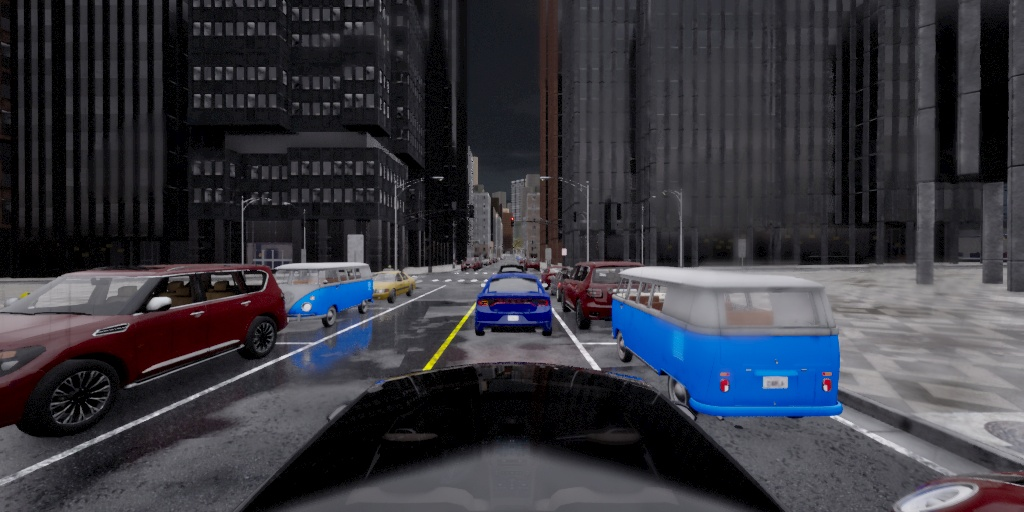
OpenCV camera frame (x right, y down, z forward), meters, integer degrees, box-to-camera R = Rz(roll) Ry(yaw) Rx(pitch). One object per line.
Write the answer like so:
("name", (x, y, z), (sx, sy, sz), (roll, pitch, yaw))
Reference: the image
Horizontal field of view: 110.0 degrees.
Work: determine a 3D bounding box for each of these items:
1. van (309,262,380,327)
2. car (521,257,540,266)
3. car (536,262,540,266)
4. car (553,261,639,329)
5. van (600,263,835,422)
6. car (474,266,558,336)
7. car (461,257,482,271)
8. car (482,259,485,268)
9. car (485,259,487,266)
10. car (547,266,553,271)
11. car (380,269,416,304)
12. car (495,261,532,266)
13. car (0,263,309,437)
("van", (-5.764, 1.091, 11.151), (1.690, 1.789, 3.998), (0, 0, 0))
("car", (2.763, 1.084, 49.229), (2.192, 1.841, 5.009), (0, 0, 0))
("car", (2.763, 1.297, 22.189), (1.888, 1.381, 4.507), (0, 0, 0))
("car", (2.766, 1.065, 11.138), (2.192, 1.841, 5.009), (0, 0, 0))
("van", (2.767, 1.091, 5.612), (1.690, 1.789, 3.998), (0, 0, 0))
("car", (0.059, 1.228, 10.426), (1.882, 1.535, 5.008), (0, 0, 1))
("car", (-5.762, 1.084, 49.239), (2.192, 1.841, 5.009), (0, 0, 0))
("car", (-5.762, 1.090, 54.882), (2.192, 1.841, 5.009), (0, 0, 0))
("car", (-5.762, 1.348, 60.525), (1.948, 1.339, 4.313), (0, 0, 0))
("car", (2.764, 1.301, 16.663), (2.007, 1.370, 4.403), (0, 0, 0))
("car", (-5.763, 1.276, 16.505), (1.751, 1.417, 4.829), (0, 0, 0))
("car", (0.001, 1.257, 20.797), (1.837, 1.490, 4.892), (0, 0, 0))
("car", (-5.765, 1.064, 5.626), (2.192, 1.841, 5.009), (0, 0, 0))
